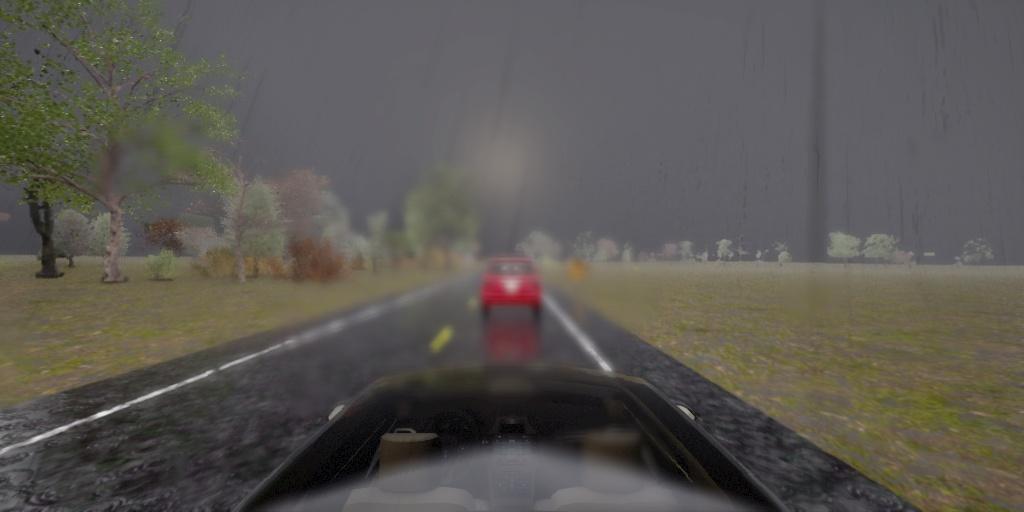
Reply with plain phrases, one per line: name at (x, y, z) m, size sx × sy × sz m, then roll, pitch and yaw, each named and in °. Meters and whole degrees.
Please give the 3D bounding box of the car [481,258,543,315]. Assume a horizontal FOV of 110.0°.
car at (0.006, 1.108, 14.443) m, size 2.150 × 2.045 × 5.566 m, roll 0°, pitch 0°, yaw 0°

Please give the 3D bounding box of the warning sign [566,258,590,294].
warning sign at (3.546, 1.050, 19.292) m, size 1.300 × 1.860 × 1.060 m, roll 0°, pitch 0°, yaw 0°
